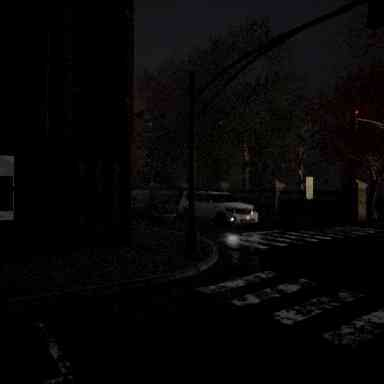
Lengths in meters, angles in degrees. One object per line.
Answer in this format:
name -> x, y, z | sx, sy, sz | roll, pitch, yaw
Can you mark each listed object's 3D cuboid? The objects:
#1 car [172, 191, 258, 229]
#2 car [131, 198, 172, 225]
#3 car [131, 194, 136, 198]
car -> 1.372, 0.961, 19.998 | 2.150, 2.045, 5.566 | 0, 1, -36
car -> -2.563, 1.257, 21.018 | 1.802, 1.307, 4.206 | 2, 0, -36
car -> -8.815, 0.864, 43.852 | 2.008, 1.369, 4.403 | 1, 0, -36
